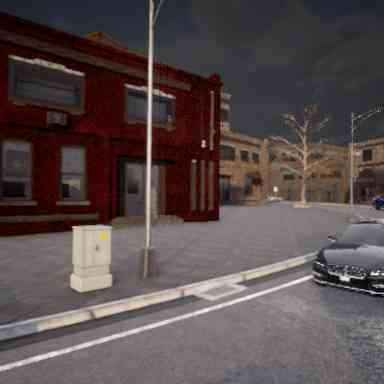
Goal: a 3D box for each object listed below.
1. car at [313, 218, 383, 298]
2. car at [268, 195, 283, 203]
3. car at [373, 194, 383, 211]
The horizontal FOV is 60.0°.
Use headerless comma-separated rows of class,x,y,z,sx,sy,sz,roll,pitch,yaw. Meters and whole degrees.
car,4.808,1.478,8.380,4.892,1.490,1.837,0,1,-44
car,13.378,1.143,56.803,1.895,1.301,4.718,1,0,-26
car,21.300,1.058,35.089,2.150,2.045,5.566,1,0,4
